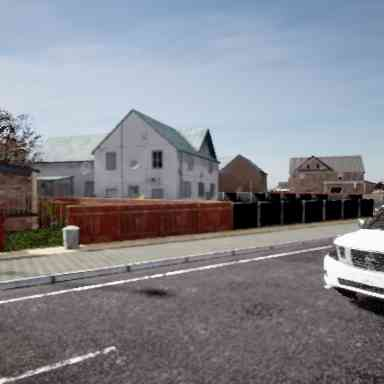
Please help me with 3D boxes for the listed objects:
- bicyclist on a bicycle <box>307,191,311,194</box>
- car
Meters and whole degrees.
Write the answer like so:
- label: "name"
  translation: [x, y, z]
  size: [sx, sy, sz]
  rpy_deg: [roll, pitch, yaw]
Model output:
- label: "bicyclist on a bicycle"
  translation: [16.847, 0.712, 47.954]
  size: [0.582, 1.620, 1.656]
  rpy_deg: [1, 1, 19]
- label: "car"
  translation: [5.363, 1.202, 7.508]
  size: [5.566, 2.045, 2.150]
  rpy_deg: [0, 0, -35]
